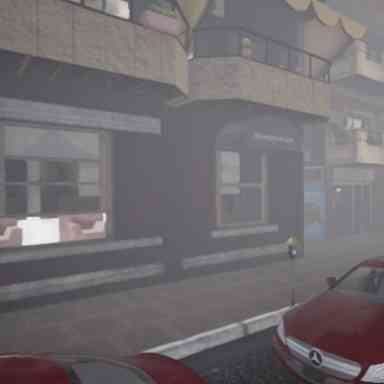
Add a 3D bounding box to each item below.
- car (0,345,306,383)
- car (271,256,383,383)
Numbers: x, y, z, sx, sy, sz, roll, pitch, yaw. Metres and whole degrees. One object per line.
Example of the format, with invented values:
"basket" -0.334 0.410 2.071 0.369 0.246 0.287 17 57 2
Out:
"car" -1.633 1.580 1.282 4.206 1.307 1.802 0 -1 -36
"car" 2.920 1.593 4.546 4.206 1.307 1.802 0 -1 -36
